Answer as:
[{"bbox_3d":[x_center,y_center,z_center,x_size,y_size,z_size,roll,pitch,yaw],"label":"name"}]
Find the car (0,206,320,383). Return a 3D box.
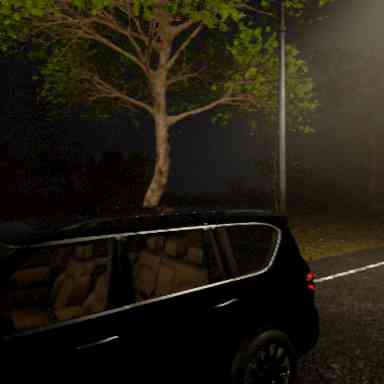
[{"bbox_3d":[-1.131,1.216,3.155,5.566,2.045,2.150,-1,0,-35],"label":"car"}]
